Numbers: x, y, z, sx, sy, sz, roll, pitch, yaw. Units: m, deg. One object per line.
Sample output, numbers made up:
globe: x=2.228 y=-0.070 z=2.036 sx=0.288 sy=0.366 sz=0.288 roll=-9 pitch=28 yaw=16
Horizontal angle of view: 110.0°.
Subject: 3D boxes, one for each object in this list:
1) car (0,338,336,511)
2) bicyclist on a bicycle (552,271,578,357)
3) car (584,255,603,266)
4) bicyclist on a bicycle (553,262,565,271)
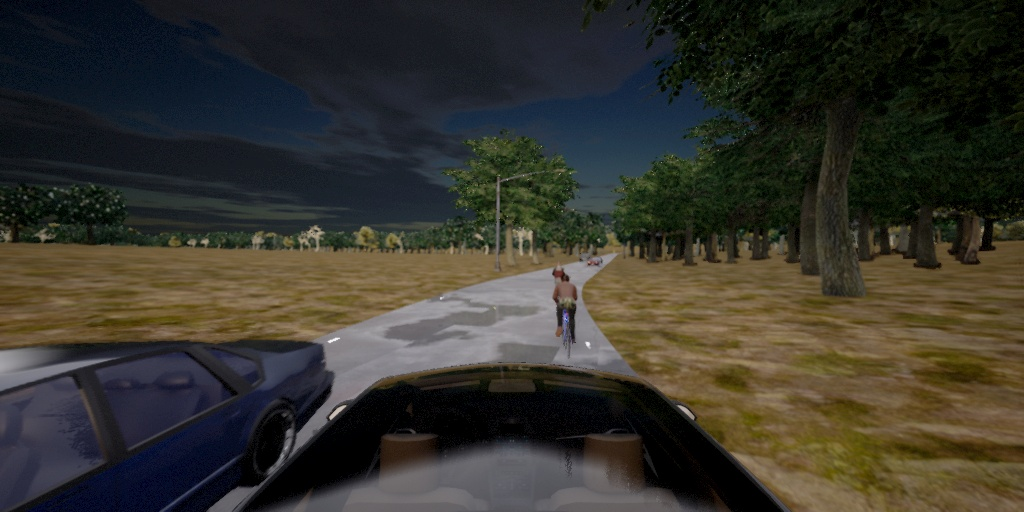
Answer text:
car: x=-3.029 y=1.297 z=1.898 sx=2.033 sy=1.411 sz=5.357 roll=0 pitch=0 yaw=1
bicyclist on a bicycle: x=1.147 y=1.221 z=7.646 sx=0.582 sy=1.620 sz=1.656 roll=0 pitch=0 yaw=4
car: x=14.022 y=1.046 z=61.545 sx=1.895 sy=1.301 sz=4.718 roll=1 pitch=1 yaw=17
bicyclist on a bicycle: x=2.123 y=1.136 z=16.196 sx=0.659 sy=1.776 sz=1.843 roll=0 pitch=0 yaw=9
